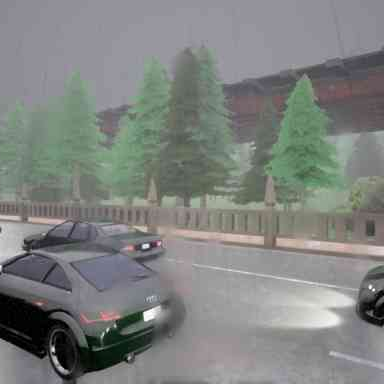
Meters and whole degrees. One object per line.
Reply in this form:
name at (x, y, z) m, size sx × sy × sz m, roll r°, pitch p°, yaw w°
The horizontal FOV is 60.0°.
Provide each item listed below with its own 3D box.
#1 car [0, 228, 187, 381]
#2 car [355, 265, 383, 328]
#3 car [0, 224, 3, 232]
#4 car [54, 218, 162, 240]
car at (-2.150, 1.564, 5.535) m, size 4.181 × 1.385 × 1.994 m, roll 0°, pitch 0°, yaw 35°
car at (4.756, 1.564, 4.896) m, size 4.181 × 1.385 × 1.994 m, roll 0°, pitch 0°, yaw 36°
car at (-11.461, 1.547, 16.486) m, size 5.357 × 1.411 × 2.033 m, roll 0°, pitch 0°, yaw 36°
car at (-3.312, 1.547, 10.671) m, size 5.357 × 1.411 × 2.033 m, roll 0°, pitch 0°, yaw 36°
